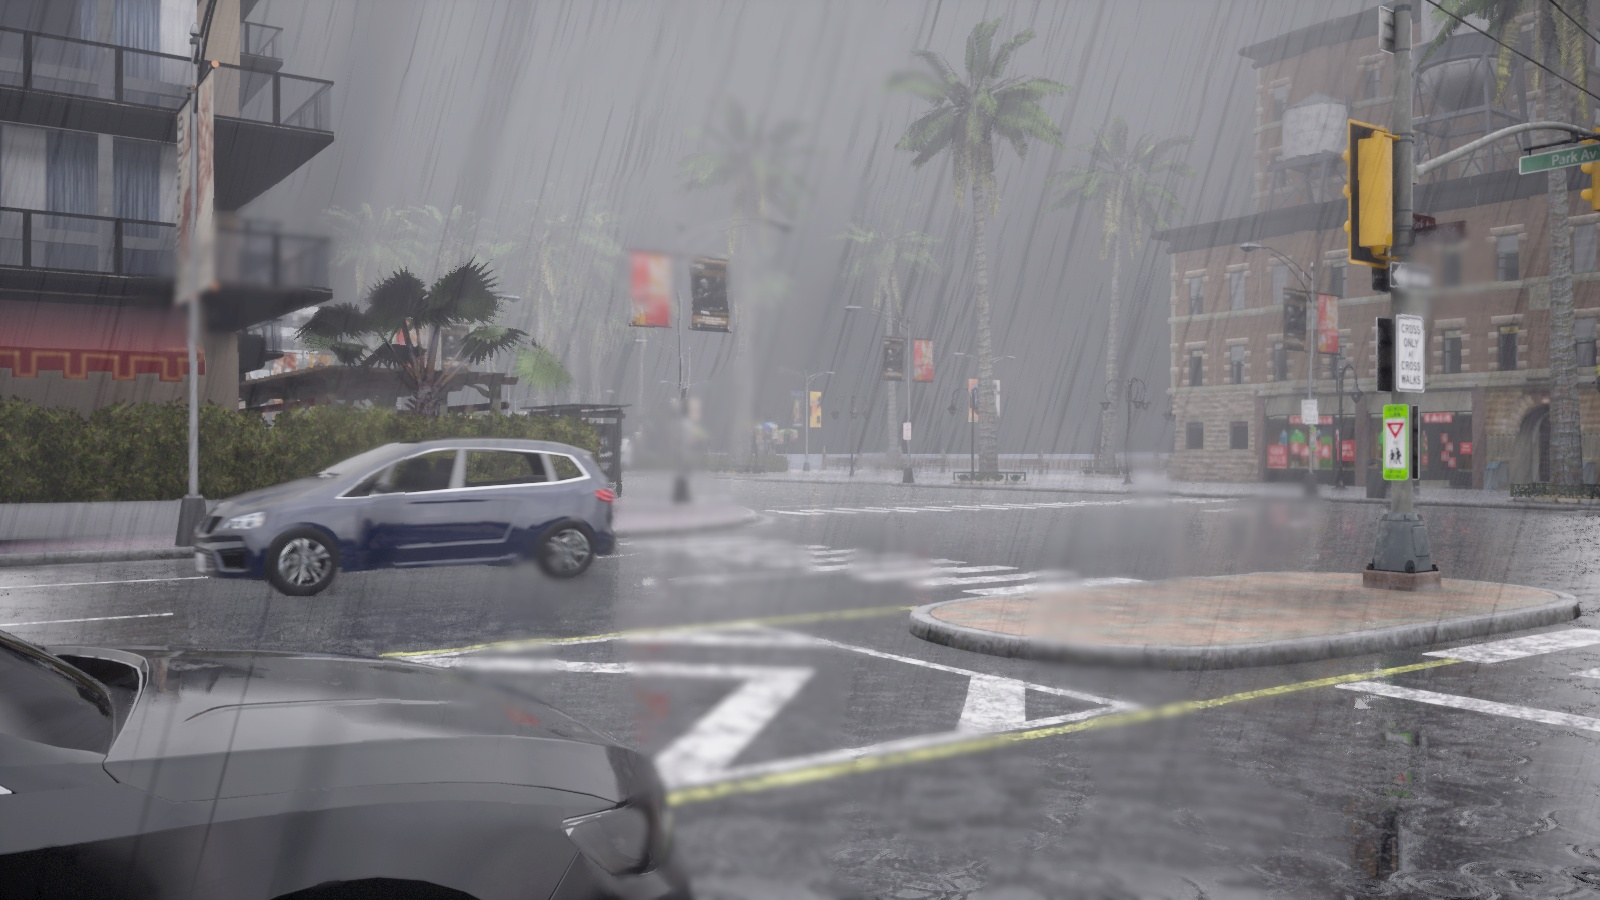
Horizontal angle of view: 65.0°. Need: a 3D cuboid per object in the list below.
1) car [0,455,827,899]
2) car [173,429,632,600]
[{"bbox_3d":[-2.478,0.760,1.933,4.892,1.490,1.837,0,0,-35],"label":"car"},{"bbox_3d":[-4.527,0.634,14.531,4.611,1.667,2.242,0,0,-35],"label":"car"}]
